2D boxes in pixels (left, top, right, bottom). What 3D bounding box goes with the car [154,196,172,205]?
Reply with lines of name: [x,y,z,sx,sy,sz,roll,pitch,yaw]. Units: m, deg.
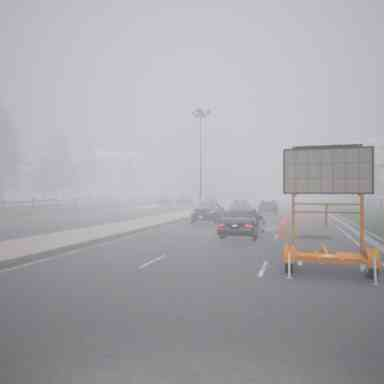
car: [-4.875,1.475,57.083,2.128,1.511,4.902,0,0,16]

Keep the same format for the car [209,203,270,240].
car: [2.644,1.543,17.138,2.033,1.411,5.357,0,0,17]

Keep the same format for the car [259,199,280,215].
car: [7.938,1.482,34.304,2.128,1.511,4.902,0,0,17]

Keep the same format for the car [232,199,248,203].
car: [5.657,1.537,38.814,2.033,1.411,5.357,0,0,16]

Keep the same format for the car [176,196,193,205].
car: [-1.211,1.491,57.171,1.837,1.490,4.892,0,0,16]

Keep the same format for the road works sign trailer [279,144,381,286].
road works sign trailer: [3.875,0.462,9.610,2.380,3.560,2.880,0,0,17]

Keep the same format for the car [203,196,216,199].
car: [3.195,1.477,59.830,2.128,1.511,4.902,0,0,16]

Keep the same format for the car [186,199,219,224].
car: [1.286,1.519,24.591,1.812,1.442,4.674,0,0,17]
